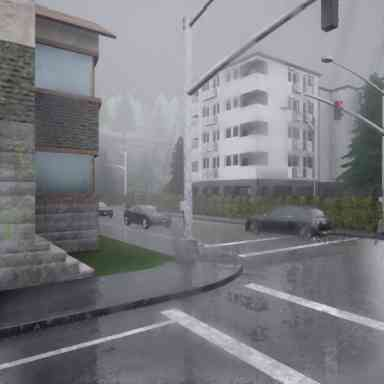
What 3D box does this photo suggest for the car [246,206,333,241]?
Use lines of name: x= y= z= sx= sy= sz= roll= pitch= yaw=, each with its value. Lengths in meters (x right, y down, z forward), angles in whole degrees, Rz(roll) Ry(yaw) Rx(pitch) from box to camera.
car: x=5.186 y=1.530 z=18.262 sx=2.097 sy=1.767 sz=4.553 roll=0 pitch=0 yaw=-44

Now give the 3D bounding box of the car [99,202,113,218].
car: x=-9.216 y=1.654 z=31.964 sx=1.882 sy=1.535 sz=5.008 roll=0 pitch=0 yaw=-35

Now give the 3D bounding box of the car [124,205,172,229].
car: x=-3.220 y=1.681 z=23.529 sx=1.837 sy=1.490 sz=4.892 roll=0 pitch=0 yaw=-35
